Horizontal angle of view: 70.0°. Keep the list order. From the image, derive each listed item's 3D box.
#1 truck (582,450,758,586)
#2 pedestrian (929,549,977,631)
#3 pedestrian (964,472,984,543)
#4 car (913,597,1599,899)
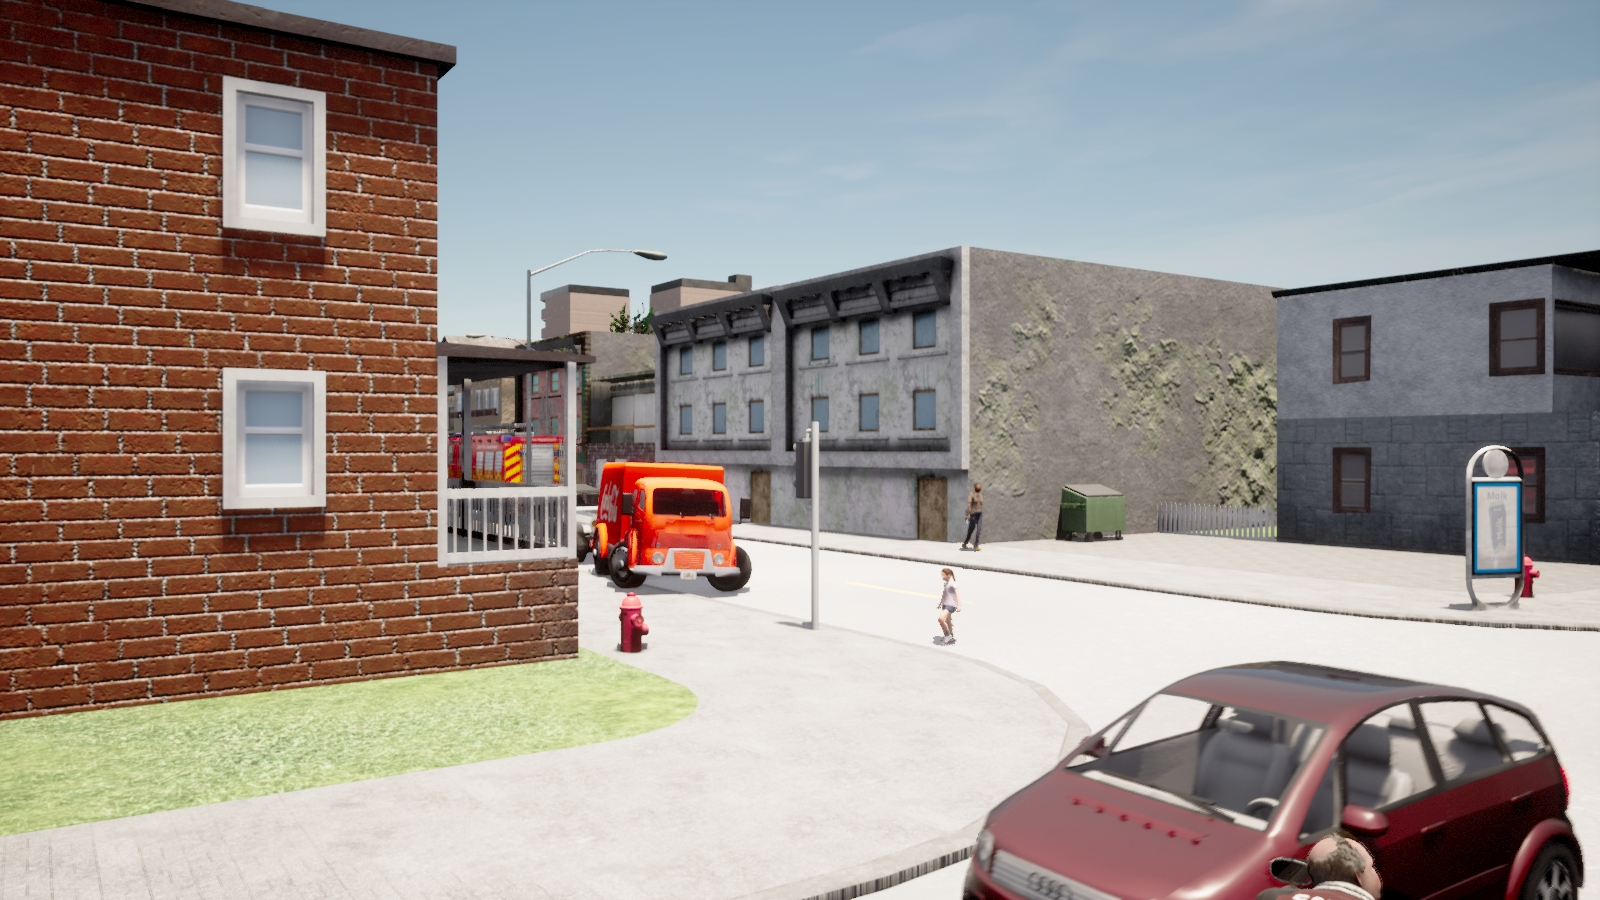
[{"bbox_3d":[-2.868,1.292,23.855,2.627,2.467,5.204,3,-1,-17],"label":"truck"},{"bbox_3d":[2.203,2.007,16.473,0.500,1.100,0.500,0,0,-20],"label":"pedestrian"},{"bbox_3d":[4.625,1.521,30.357,0.375,1.860,0.375,0,0,-30],"label":"pedestrian"},{"bbox_3d":[2.623,1.805,6.219,3.705,1.549,1.789,0,0,-34],"label":"car"}]
